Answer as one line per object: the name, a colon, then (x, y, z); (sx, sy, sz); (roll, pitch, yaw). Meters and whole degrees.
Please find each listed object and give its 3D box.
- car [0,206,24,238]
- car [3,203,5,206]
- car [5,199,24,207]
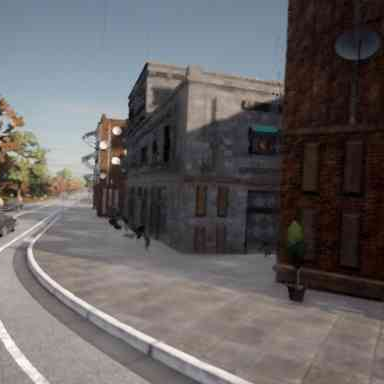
car: (-11.286, 1.736, 18.813); (2.033, 1.411, 5.357); (2, -1, -18)
car: (-18.611, 1.674, 29.871); (1.837, 1.490, 4.892); (2, -1, -19)
car: (-22.656, 1.732, 42.213); (1.837, 1.490, 4.892); (2, -1, -17)
